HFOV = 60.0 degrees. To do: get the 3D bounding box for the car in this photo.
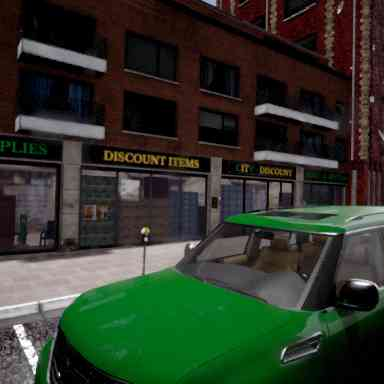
[{"bbox_3d":[1.274,1.224,3.852,5.566,2.045,2.150,0,0,-35],"label":"car"}]
